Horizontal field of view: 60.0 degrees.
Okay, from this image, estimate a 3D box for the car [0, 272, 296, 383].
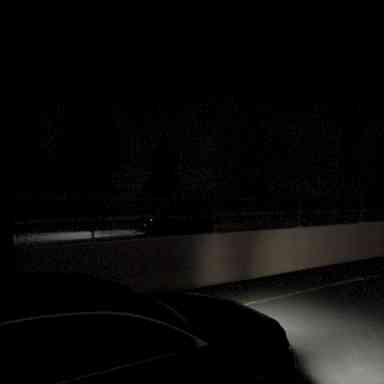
[{"bbox_3d":[-1.160,1.492,2.796,4.892,1.490,1.837,1,-1,-35],"label":"car"}]
